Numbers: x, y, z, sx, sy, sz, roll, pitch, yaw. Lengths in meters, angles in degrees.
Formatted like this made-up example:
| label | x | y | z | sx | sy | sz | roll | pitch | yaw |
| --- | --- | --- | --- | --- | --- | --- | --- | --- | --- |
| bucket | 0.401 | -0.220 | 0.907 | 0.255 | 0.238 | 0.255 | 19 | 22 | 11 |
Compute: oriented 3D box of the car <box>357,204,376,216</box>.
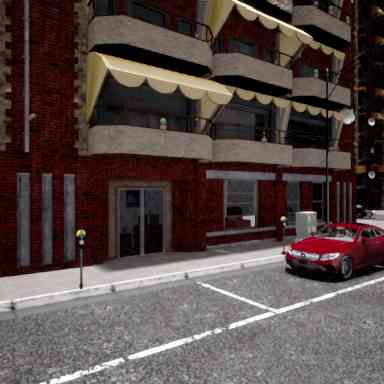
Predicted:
| label | x | y | z | sx | sy | sz | roll | pitch | yaw |
| --- | --- | --- | --- | --- | --- | --- | --- | --- | --- |
| car | 15.537 | 1.804 | 32.935 | 2.128 | 1.511 | 4.902 | 0 | -1 | -36 |

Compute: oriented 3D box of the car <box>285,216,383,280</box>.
| label | x | y | z | sx | sy | sz | roll | pitch | yaw |
| --- | --- | --- | --- | --- | --- | --- | --- | --- | --- |
| car | 4.594 | 1.581 | 9.888 | 4.206 | 1.307 | 1.802 | 0 | 0 | -35 |
